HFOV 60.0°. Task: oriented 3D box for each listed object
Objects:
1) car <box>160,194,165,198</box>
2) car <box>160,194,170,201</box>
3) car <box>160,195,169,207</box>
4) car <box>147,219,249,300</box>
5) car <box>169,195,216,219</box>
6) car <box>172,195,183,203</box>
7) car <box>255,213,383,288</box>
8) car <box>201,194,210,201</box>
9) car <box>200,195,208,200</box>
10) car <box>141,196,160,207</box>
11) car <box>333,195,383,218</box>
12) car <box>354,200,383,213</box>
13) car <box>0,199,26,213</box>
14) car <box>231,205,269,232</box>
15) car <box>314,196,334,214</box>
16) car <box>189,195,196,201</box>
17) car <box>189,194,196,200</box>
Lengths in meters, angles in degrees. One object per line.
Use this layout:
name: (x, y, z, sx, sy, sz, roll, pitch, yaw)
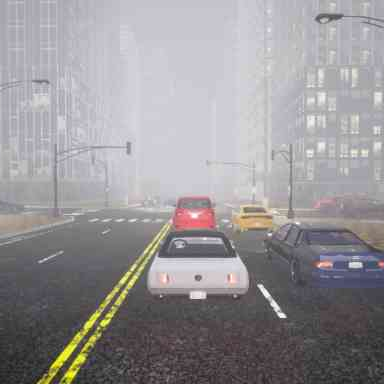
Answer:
car: (-6.490, 1.429, 60.389, 1.882, 1.535, 5.008, 0, 0, -1)
car: (-6.415, 1.279, 80.589, 2.097, 1.767, 4.553, 0, 0, 0)
car: (-3.285, 1.526, 51.149, 1.994, 1.385, 4.181, 0, 0, 0)
car: (0.110, 1.597, 8.300, 1.895, 1.301, 4.718, 0, 0, 0)
car: (0.119, 1.212, 18.067, 2.150, 2.045, 5.566, 0, 0, 0)
car: (-3.175, 1.462, 71.497, 2.128, 1.511, 4.902, 0, 0, 0)
car: (3.364, 1.543, 9.329, 2.033, 1.411, 5.357, 0, 0, 0)
car: (3.337, 1.400, 82.011, 1.882, 1.535, 5.008, 0, 0, 0)
car: (3.349, 1.444, 92.370, 2.033, 1.411, 5.357, 0, 0, 0)
car: (-6.541, 1.454, 50.715, 2.128, 1.511, 4.902, 0, 0, 0)
car: (16.234, 1.517, 30.731, 5.009, 1.841, 2.192, 1, 0, 1)
car: (21.851, 1.641, 39.012, 4.829, 1.417, 1.752, 1, 0, 1)
car: (-19.357, 1.406, 33.943, 4.181, 1.385, 1.994, 1, 1, 1)
car: (3.375, 1.467, 19.229, 1.882, 1.535, 5.008, 0, 0, 1)
car: (16.439, 1.332, 36.515, 5.566, 2.045, 2.150, 1, 1, 1)
car: (0.087, 1.446, 82.154, 1.812, 1.442, 4.674, 0, 0, 0)
car: (0.098, 1.430, 91.955, 1.812, 1.442, 4.674, 0, 0, 0)
